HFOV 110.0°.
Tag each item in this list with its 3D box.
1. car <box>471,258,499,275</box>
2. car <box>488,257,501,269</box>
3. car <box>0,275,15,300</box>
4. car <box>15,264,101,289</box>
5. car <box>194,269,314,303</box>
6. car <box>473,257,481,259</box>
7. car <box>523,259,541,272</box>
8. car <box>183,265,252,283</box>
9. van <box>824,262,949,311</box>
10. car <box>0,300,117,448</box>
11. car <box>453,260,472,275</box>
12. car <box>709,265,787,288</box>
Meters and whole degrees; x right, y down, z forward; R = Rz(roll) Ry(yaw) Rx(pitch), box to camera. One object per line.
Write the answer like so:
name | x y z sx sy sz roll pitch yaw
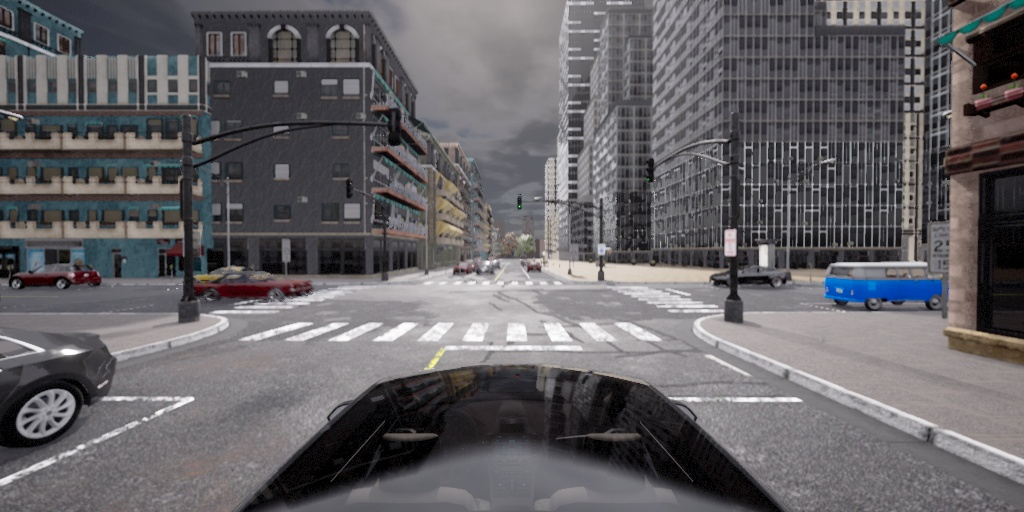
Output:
car | -2.956 1.300 40.292 2.128 1.511 4.902 0 0 0
car | -2.876 1.331 57.448 2.128 1.511 4.902 0 0 1
car | -23.193 1.320 14.180 4.097 1.591 1.967 0 0 0
car | -28.710 1.222 22.570 4.097 1.591 1.967 0 0 0
car | -12.037 1.420 16.840 4.718 1.301 1.895 0 1 0
car | -5.538 1.258 46.239 1.967 1.591 4.097 0 0 0
car | 2.810 1.364 46.268 1.888 1.381 4.507 0 0 0
car | -17.812 1.280 22.550 4.829 1.417 1.751 0 0 0
van | 14.731 1.138 14.109 3.998 1.789 1.690 0 0 0
car | -5.690 1.301 2.524 2.007 1.370 4.403 0 0 0
car | -5.558 1.354 40.590 1.888 1.381 4.507 0 0 0
car | 14.746 1.251 22.490 4.313 1.339 1.948 0 0 0
